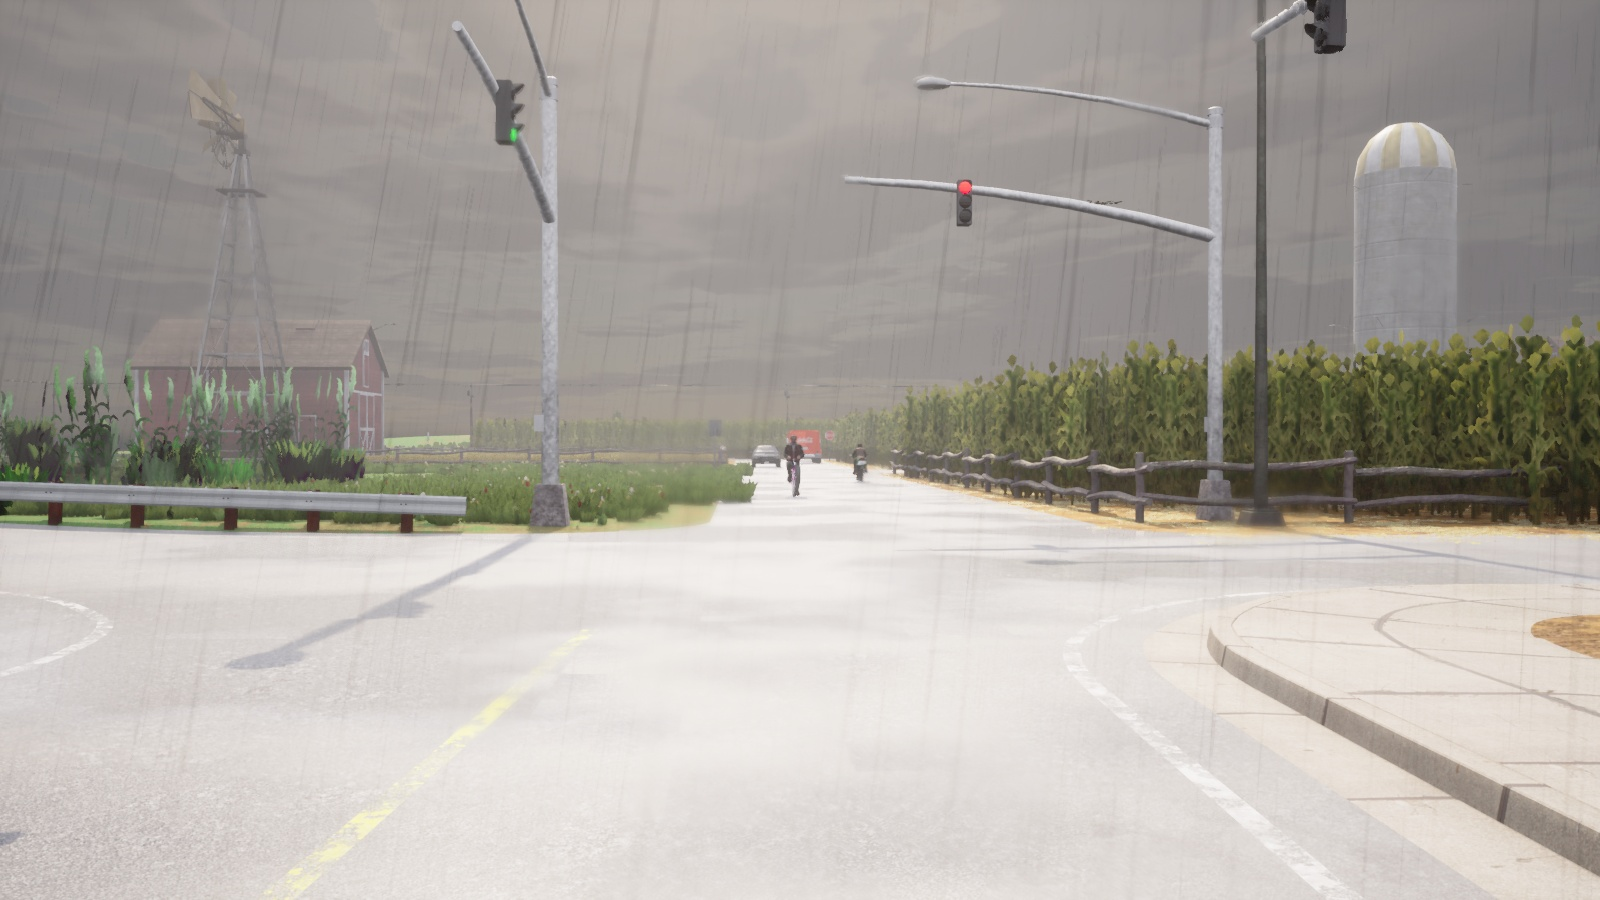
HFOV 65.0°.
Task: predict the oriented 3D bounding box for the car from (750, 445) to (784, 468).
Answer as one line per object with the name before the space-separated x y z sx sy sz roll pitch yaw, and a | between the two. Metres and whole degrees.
car | -2.135 0.381 79.061 2.033 1.411 5.357 0 0 -3

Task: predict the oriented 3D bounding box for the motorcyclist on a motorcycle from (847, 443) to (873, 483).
motorcyclist on a motorcycle | 2.320 0.490 48.822 0.797 1.523 2.044 0 0 -3

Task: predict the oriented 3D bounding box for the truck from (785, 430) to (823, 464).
truck | 0.257 -0.240 94.978 2.627 2.467 5.204 0 0 -3
